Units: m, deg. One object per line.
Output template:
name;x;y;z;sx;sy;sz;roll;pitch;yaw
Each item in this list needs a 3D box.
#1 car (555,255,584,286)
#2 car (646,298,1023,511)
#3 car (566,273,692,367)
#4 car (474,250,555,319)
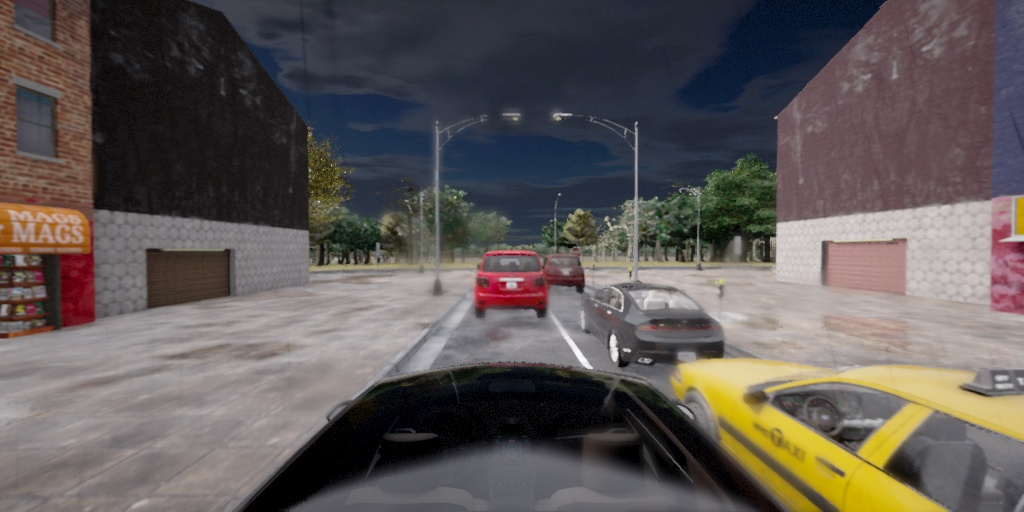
car;2.430;0.833;18.605;2.192;1.841;5.009;0;0;-1
car;2.633;1.270;2.142;1.751;1.417;4.829;0;0;-1
car;2.567;1.219;7.515;2.007;1.370;4.403;0;0;-1
car;-0.030;0.829;12.221;2.150;2.045;5.566;0;1;0
